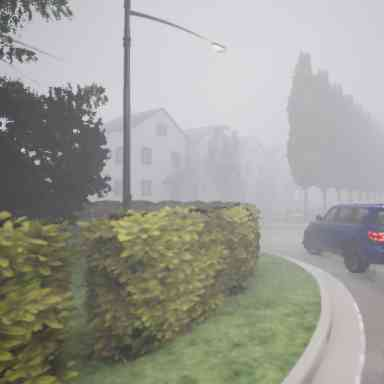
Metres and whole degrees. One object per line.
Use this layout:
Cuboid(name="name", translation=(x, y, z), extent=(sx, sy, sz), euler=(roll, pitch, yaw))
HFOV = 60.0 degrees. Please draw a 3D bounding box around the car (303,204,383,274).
Cuboid(name="car", translation=(5.720, 1.409, 11.322), extent=(2.150, 2.045, 5.566), euler=(1, -1, -1))
